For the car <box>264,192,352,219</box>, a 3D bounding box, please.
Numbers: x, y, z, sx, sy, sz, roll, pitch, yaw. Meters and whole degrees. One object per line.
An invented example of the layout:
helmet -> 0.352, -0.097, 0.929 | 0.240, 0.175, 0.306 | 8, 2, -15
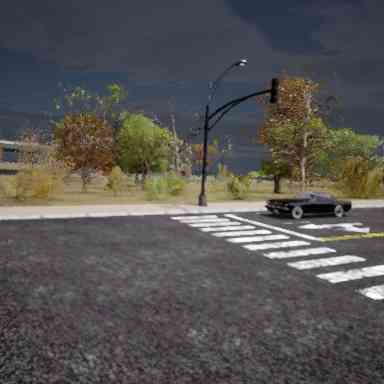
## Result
car -> 6.324, 0.661, 18.128 | 4.718, 1.301, 1.895 | 0, 4, -25
